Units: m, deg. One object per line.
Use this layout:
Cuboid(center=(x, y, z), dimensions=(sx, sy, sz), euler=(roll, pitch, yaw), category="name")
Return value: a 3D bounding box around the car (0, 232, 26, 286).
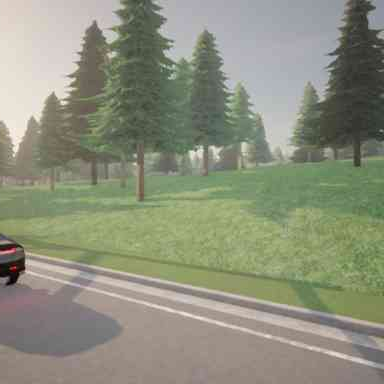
Cuboid(center=(-6.015, 1.488, 8.174), dimensions=(4.902, 1.511, 2.128), euler=(0, 0, 36), category="car")
